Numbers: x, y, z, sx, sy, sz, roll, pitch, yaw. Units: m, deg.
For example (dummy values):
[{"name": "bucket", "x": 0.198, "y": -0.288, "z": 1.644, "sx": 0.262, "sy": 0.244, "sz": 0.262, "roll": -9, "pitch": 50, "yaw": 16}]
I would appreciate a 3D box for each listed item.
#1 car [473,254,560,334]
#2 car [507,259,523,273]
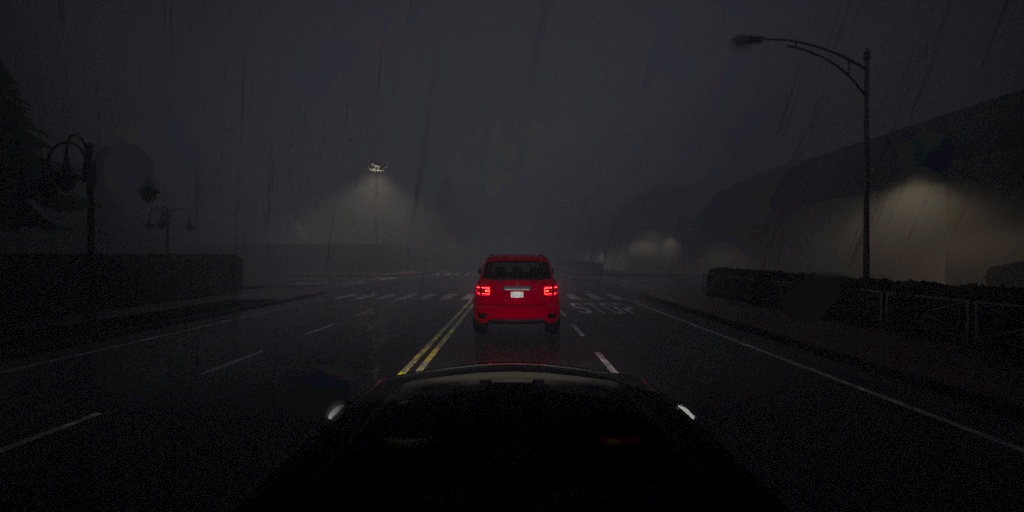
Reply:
[{"name": "car", "x": 0.121, "y": 0.971, "z": 10.812, "sx": 2.150, "sy": 2.045, "sz": 5.566, "roll": 0, "pitch": 0, "yaw": 0}, {"name": "car", "x": 0.353, "y": 1.228, "z": 45.623, "sx": 1.882, "sy": 1.535, "sz": 5.008, "roll": 0, "pitch": 0, "yaw": 1}]
